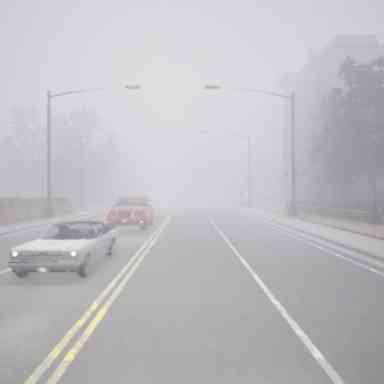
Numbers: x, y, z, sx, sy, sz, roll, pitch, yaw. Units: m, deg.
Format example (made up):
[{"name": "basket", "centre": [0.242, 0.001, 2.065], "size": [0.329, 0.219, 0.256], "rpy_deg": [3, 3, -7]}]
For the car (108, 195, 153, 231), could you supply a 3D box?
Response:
[{"name": "car", "centre": [-3.758, 1.236, 21.151], "size": [2.150, 2.045, 5.566], "rpy_deg": [0, 0, 0]}]

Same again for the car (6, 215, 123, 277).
[{"name": "car", "centre": [-3.682, 1.611, 10.379], "size": [1.895, 1.301, 4.718], "rpy_deg": [0, 0, 0]}]
